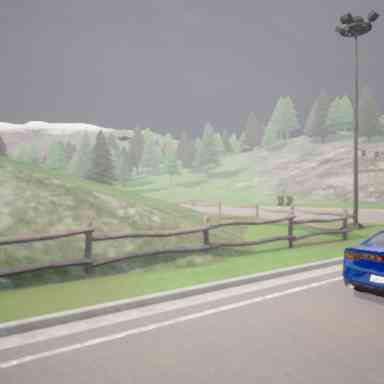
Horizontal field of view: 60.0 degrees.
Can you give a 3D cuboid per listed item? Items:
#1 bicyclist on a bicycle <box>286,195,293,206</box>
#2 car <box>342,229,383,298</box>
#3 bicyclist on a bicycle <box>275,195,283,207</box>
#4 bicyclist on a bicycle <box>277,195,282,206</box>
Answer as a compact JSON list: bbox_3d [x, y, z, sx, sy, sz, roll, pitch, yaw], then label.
[{"bbox_3d":[14.073,1.273,47.177,0.582,1.620,1.656,0,0,35],"label":"bicyclist on a bicycle"},{"bbox_3d":[5.509,1.473,7.599,5.008,1.535,1.882,0,0,-34],"label":"car"},{"bbox_3d":[12.607,1.272,48.191,0.582,1.620,1.656,0,0,34],"label":"bicyclist on a bicycle"},{"bbox_3d":[12.975,1.272,47.939,0.582,1.620,1.656,0,0,35],"label":"bicyclist on a bicycle"}]
